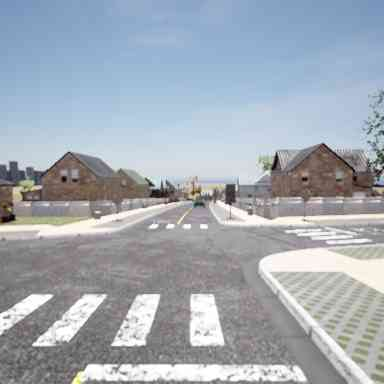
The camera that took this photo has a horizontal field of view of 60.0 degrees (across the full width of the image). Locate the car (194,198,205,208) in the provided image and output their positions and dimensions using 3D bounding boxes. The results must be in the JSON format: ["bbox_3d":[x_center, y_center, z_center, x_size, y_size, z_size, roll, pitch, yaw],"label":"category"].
[{"bbox_3d":[1.433,1.970,61.820,2.097,1.767,4.553,0,-1,3],"label":"car"}]

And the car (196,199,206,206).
[{"bbox_3d":[1.898,2.148,71.845,2.033,1.411,5.357,0,-1,3],"label":"car"}]
